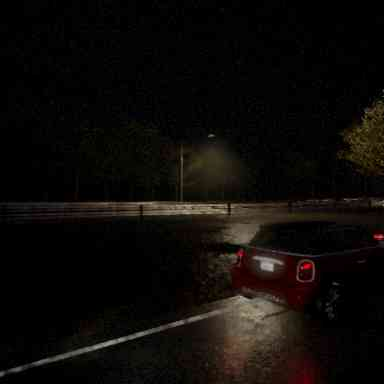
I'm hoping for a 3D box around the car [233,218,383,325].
[{"bbox_3d":[3.104,1.416,7.515,4.553,1.767,2.097,0,-1,-37],"label":"car"}]
